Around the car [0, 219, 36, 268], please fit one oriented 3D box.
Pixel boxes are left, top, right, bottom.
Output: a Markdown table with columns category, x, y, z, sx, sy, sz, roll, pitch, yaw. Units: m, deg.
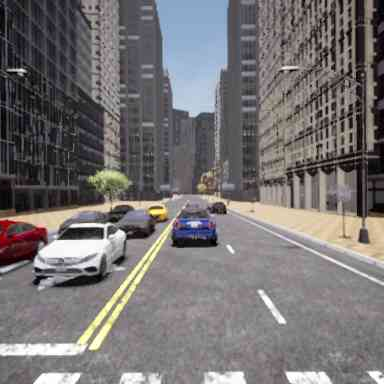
| category | x | y | z | sx | sy | sz | roll | pitch | yaw |
| --- | --- | --- | --- | --- | --- | --- | --- | --- | --- |
| car | -6.587 | 1.711 | 11.077 | 1.882 | 1.535 | 5.008 | -1 | -1 | 0 |

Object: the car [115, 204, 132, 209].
| category | x | y | z | sx | sy | sz | roll | pitch | yaw |
| --- | --- | --- | --- | --- | --- | --- | --- | --- | --- |
| car | -6.476 | 1.916 | 31.373 | 1.882 | 1.535 | 5.008 | -1 | -1 | 0 |

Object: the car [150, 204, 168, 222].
| category | x | y | z | sx | sy | sz | roll | pitch | yaw |
| --- | --- | --- | --- | --- | --- | --- | --- | --- | --- |
| car | -3.227 | 1.879 | 30.736 | 1.882 | 1.535 | 5.008 | -1 | -1 | 0 |

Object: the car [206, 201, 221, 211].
| category | x | y | z | sx | sy | sz | roll | pitch | yaw |
| --- | --- | --- | --- | --- | --- | --- | --- | --- | --- |
| car | 3.297 | 2.146 | 51.509 | 1.895 | 1.301 | 4.718 | -1 | -1 | 0 |

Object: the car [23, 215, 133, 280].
| category | x | y | z | sx | sy | sz | roll | pitch | yaw |
| --- | --- | --- | --- | --- | --- | --- | --- | --- | --- |
| car | -3.338 | 1.725 | 10.829 | 1.812 | 1.442 | 4.674 | -1 | -1 | 0 |

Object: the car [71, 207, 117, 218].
| category | x | y | z | sx | sy | sz | roll | pitch | yaw |
| --- | --- | --- | --- | --- | --- | --- | --- | --- | --- |
| car | -6.562 | 1.882 | 21.002 | 2.033 | 1.411 | 5.357 | -1 | -1 | 0 |

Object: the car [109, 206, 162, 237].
| category | x | y | z | sx | sy | sz | roll | pitch | yaw |
| --- | --- | --- | --- | --- | --- | --- | --- | --- | --- |
| car | -3.313 | 1.846 | 20.519 | 2.033 | 1.411 | 5.357 | -1 | -1 | 0 |

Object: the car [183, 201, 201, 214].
| category | x | y | z | sx | sy | sz | roll | pitch | yaw |
| --- | --- | --- | --- | --- | --- | --- | --- | --- | --- |
| car | 0.055 | 1.985 | 42.913 | 2.128 | 1.511 | 4.902 | -1 | 0 | 0 |

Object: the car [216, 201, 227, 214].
| category | x | y | z | sx | sy | sz | roll | pitch | yaw |
| --- | --- | --- | --- | --- | --- | --- | --- | --- | --- |
| car | 3.286 | 1.952 | 41.488 | 1.837 | 1.490 | 4.892 | -1 | -1 | 0 |

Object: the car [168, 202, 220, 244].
| category | x | y | z | sx | sy | sz | roll | pitch | yaw |
| --- | --- | --- | --- | --- | --- | --- | --- | --- | --- |
| car | 0.108 | 1.585 | 17.296 | 2.097 | 1.767 | 4.553 | -1 | -1 | 0 |
